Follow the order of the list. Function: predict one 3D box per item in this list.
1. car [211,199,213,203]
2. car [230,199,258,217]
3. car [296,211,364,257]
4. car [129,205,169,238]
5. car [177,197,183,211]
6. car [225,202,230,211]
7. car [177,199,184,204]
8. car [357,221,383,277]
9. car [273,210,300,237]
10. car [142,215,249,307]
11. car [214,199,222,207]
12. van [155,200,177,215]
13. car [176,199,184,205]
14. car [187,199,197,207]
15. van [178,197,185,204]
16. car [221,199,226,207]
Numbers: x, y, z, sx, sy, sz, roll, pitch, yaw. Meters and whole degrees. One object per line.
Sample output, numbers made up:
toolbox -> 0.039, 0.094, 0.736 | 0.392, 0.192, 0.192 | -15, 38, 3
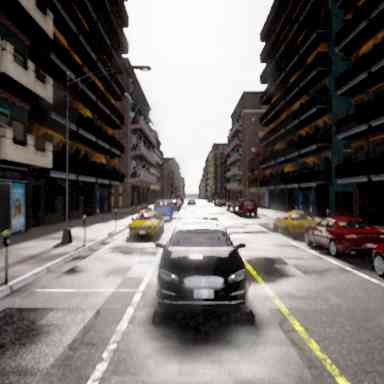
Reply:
car -> 5.579, 2.275, 69.978 | 1.947, 1.339, 4.313 | 0, -1, 0
car -> 5.801, 1.656, 36.015 | 2.192, 1.841, 5.009 | 0, -1, 0
car -> 5.949, 1.670, 13.372 | 1.887, 1.381, 4.507 | 0, -1, 0
car -> -2.467, 1.684, 18.828 | 1.752, 1.417, 4.829 | 0, -1, 0
car -> -2.653, 1.883, 47.306 | 1.967, 1.590, 4.097 | 0, -1, 0
car -> 5.764, 1.951, 41.674 | 2.008, 1.369, 4.403 | 0, -1, 0
car -> -2.912, 2.482, 86.934 | 1.802, 1.307, 4.206 | 0, -1, 0
car -> 5.986, 1.622, 7.706 | 1.887, 1.381, 4.507 | 0, 0, 0
car -> 5.911, 1.703, 19.200 | 1.752, 1.417, 4.829 | 0, -1, 0
car -> 0.194, 1.564, 8.364 | 2.128, 1.511, 4.902 | 0, 0, 0
car -> 5.616, 2.084, 64.321 | 1.967, 1.590, 4.097 | 0, -1, 0
van -> -2.543, 1.609, 30.323 | 1.690, 1.788, 3.998 | 0, -1, 0
car -> -2.875, 2.411, 81.273 | 1.802, 1.307, 4.206 | 0, -1, 0
car -> -0.089, 2.192, 67.238 | 1.812, 1.442, 4.674 | 0, -1, 0
van -> -2.951, 2.313, 92.599 | 1.690, 1.788, 3.998 | 0, -1, 0
car -> 5.727, 2.009, 47.335 | 2.008, 1.369, 4.403 | 0, -1, 0
